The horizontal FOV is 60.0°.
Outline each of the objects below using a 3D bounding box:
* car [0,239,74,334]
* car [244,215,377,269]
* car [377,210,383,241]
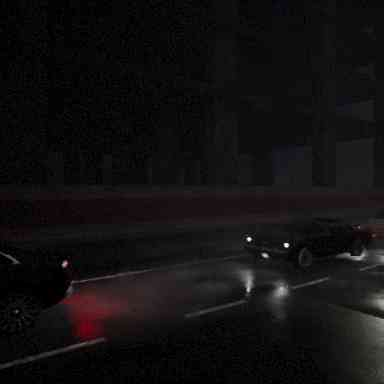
[{"bbox_3d":[-4.411,1.496,5.143,4.902,1.511,2.128,0,0,-35],"label":"car"},{"bbox_3d":[3.966,1.558,11.118,4.718,1.301,1.895,0,0,-35],"label":"car"},{"bbox_3d":[9.182,1.453,14.724,4.674,1.442,1.812,0,0,-36],"label":"car"}]
